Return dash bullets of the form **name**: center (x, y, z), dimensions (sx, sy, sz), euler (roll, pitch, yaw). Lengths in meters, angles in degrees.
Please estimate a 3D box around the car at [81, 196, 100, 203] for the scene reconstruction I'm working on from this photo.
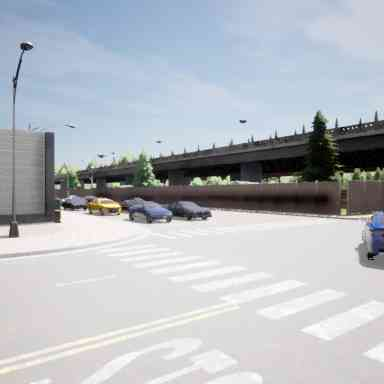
- **car**: center (-20.746, 1.488, 67.792), dimensions (2.033, 1.411, 5.357), euler (0, 0, -36)

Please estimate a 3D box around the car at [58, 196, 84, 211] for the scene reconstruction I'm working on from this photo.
- **car**: center (-14.294, 1.492, 40.480), dimensions (2.033, 1.411, 5.357), euler (0, 0, -35)

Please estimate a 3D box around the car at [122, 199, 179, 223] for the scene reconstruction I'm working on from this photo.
- **car**: center (-3.231, 1.470, 24.996), dimensions (1.812, 1.442, 4.674), euler (0, 0, -36)

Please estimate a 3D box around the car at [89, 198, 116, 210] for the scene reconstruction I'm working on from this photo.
- **car**: center (-11.454, 1.470, 42.542), dimensions (1.812, 1.442, 4.674), euler (0, 0, -36)

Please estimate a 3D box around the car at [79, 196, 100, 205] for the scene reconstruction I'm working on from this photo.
- **car**: center (-17.845, 1.422, 57.813), dimensions (1.882, 1.535, 5.008), euler (0, 0, -36)

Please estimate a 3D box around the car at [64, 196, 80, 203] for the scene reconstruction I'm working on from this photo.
- **car**: center (-23.772, 1.469, 65.932), dimensions (1.812, 1.442, 4.674), euler (0, 0, -36)

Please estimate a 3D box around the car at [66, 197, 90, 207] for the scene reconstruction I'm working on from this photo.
- **car**: center (-17.486, 1.492, 50.986), dimensions (2.033, 1.411, 5.357), euler (0, 0, -35)

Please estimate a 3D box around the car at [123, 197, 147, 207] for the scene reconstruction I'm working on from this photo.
- **car**: center (-8.803, 1.508, 51.183), dimensions (1.994, 1.385, 4.181), euler (0, 0, -36)

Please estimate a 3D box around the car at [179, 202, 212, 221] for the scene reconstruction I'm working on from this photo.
- **car**: center (-0.629, 1.492, 27.367), dimensions (2.033, 1.411, 5.357), euler (0, 0, -36)

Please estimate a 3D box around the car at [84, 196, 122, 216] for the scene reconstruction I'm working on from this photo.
- **car**: center (-8.597, 1.422, 32.501), dimensions (1.882, 1.535, 5.008), euler (0, 0, -36)

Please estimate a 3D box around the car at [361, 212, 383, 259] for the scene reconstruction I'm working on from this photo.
- **car**: center (7.378, 1.460, 12.165), dimensions (1.882, 1.535, 5.008), euler (0, 0, 25)

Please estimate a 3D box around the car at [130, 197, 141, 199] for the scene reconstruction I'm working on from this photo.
- **car**: center (-6.199, 1.545, 35.169), dimensions (1.895, 1.301, 4.718), euler (0, 0, -36)
